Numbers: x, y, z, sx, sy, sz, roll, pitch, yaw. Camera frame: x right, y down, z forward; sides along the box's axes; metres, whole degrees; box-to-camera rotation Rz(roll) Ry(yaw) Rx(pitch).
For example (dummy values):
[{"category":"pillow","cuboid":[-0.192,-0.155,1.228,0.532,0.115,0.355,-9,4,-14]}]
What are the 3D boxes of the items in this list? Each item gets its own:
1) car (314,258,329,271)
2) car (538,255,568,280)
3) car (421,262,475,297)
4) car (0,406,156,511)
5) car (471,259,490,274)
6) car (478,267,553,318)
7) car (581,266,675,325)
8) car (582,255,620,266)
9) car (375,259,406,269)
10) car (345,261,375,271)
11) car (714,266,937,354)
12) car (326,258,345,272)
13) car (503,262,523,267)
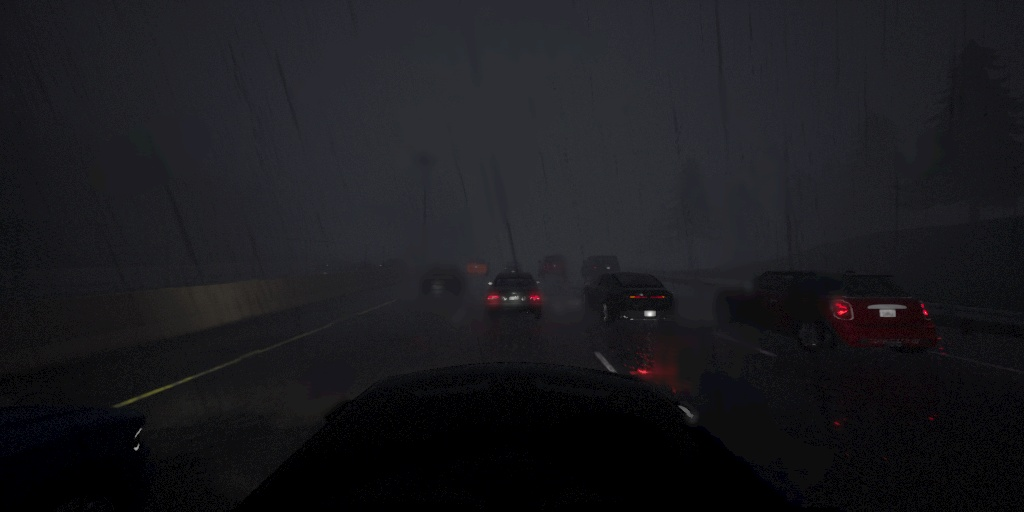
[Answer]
[{"category":"car","cuboid":[-24.571,1.096,48.146,2.097,1.767,4.553,0,0,0]},{"category":"car","cuboid":[3.601,0.967,31.909,2.150,2.045,5.566,0,0,0]},{"category":"car","cuboid":[-3.399,1.239,18.787,2.128,1.511,4.902,0,0,0]},{"category":"car","cuboid":[-3.399,1.228,0.373,1.882,1.535,5.008,0,0,0]},{"category":"car","cuboid":[-3.399,1.097,37.052,2.097,1.767,4.553,0,0,0]},{"category":"car","cuboid":[0.095,1.296,13.015,2.033,1.411,5.357,0,0,0]},{"category":"car","cuboid":[3.601,1.253,11.778,1.837,1.490,4.892,0,0,0]},{"category":"car","cuboid":[7.100,0.968,29.086,2.150,2.045,5.566,0,0,0]},{"category":"car","cuboid":[-14.086,1.095,42.524,2.097,1.767,4.553,0,0,0]},{"category":"car","cuboid":[-17.583,1.308,42.567,1.994,1.385,4.181,0,0,0]},{"category":"car","cuboid":[7.100,1.101,8.909,2.097,1.767,4.553,0,0,0]},{"category":"car","cuboid":[-21.078,1.308,45.232,1.994,1.385,4.181,0,0,0]},{"category":"car","cuboid":[0.102,1.271,35.939,1.812,1.442,4.674,0,0,0]}]
